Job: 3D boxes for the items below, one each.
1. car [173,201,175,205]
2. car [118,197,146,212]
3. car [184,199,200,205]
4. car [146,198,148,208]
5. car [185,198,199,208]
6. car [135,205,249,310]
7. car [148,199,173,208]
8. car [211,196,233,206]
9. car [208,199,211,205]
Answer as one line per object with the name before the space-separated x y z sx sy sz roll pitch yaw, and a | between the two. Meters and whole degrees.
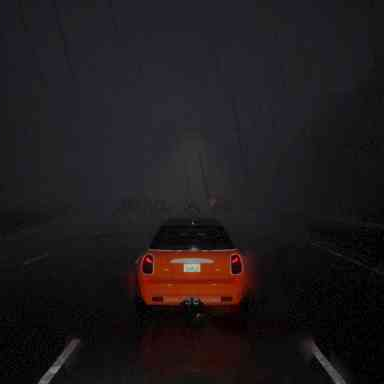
car | -3.488 1.601 48.258 1.895 1.301 4.718 0 0 0
car | -6.991 1.352 38.148 2.097 1.767 4.553 0 0 0
car | 0.009 1.601 38.239 1.895 1.301 4.718 0 0 0
car | -6.988 1.564 48.226 1.994 1.385 4.181 0 0 0
car | 0.012 1.601 48.287 1.895 1.301 4.718 0 0 0
car | 0.002 1.352 7.969 2.097 1.767 4.553 0 0 0
car | -3.491 1.478 37.794 1.882 1.535 5.008 0 0 0
car | 3.509 1.478 37.792 1.882 1.535 5.008 0 0 0
car | 3.512 1.352 48.179 2.097 1.767 4.553 0 0 0
